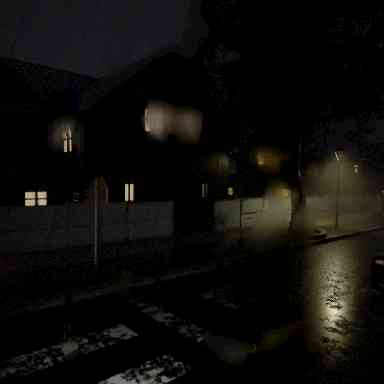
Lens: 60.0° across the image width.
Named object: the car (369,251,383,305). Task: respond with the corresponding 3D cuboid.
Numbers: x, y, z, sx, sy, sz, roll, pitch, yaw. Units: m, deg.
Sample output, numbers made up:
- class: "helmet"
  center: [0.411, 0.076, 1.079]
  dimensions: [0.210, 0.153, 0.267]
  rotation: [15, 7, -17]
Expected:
- class: "car"
  center: [5.298, 1.427, 6.750]
  dimensions: [4.902, 1.511, 2.128]
  rotation: [0, 2, -42]
